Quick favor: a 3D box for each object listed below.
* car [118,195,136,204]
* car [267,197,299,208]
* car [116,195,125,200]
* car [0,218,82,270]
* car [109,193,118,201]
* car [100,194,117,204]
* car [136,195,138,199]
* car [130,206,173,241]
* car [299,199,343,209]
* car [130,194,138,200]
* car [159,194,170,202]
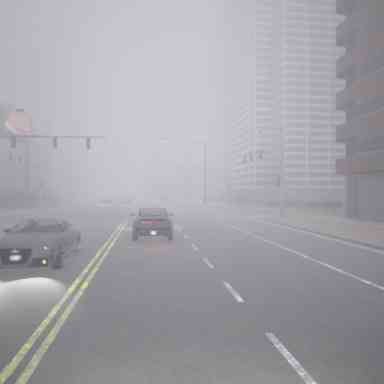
[{"bbox_3d":[-11.459,1.429,59.062,2.033,1.411,5.357,0,0,-7],"label":"car"},{"bbox_3d":[12.783,1.391,45.831,5.008,1.535,1.882,0,0,-8],"label":"car"},{"bbox_3d":[-18.890,1.404,88.284,1.895,1.301,4.718,0,0,-8],"label":"car"},{"bbox_3d":[-4.904,1.543,10.739,1.994,1.385,4.181,0,0,-7],"label":"car"},{"bbox_3d":[-16.861,1.376,73.339,1.812,1.442,4.674,0,0,-8],"label":"car"},{"bbox_3d":[-14.926,1.446,58.585,1.994,1.385,4.181,0,0,-7],"label":"car"},{"bbox_3d":[-13.446,1.376,74.201,2.128,1.511,4.902,0,0,-8],"label":"car"},{"bbox_3d":[-1.973,1.473,16.489,1.837,1.490,4.892,0,0,-8],"label":"car"},{"bbox_3d":[16.726,1.521,42.853,4.718,1.301,1.895,0,0,-8],"label":"car"},{"bbox_3d":[-15.525,1.329,89.514,1.812,1.442,4.674,0,0,-8],"label":"car"},{"bbox_3d":[-5.926,1.214,70.907,2.097,1.767,4.553,0,0,-8],"label":"car"}]
